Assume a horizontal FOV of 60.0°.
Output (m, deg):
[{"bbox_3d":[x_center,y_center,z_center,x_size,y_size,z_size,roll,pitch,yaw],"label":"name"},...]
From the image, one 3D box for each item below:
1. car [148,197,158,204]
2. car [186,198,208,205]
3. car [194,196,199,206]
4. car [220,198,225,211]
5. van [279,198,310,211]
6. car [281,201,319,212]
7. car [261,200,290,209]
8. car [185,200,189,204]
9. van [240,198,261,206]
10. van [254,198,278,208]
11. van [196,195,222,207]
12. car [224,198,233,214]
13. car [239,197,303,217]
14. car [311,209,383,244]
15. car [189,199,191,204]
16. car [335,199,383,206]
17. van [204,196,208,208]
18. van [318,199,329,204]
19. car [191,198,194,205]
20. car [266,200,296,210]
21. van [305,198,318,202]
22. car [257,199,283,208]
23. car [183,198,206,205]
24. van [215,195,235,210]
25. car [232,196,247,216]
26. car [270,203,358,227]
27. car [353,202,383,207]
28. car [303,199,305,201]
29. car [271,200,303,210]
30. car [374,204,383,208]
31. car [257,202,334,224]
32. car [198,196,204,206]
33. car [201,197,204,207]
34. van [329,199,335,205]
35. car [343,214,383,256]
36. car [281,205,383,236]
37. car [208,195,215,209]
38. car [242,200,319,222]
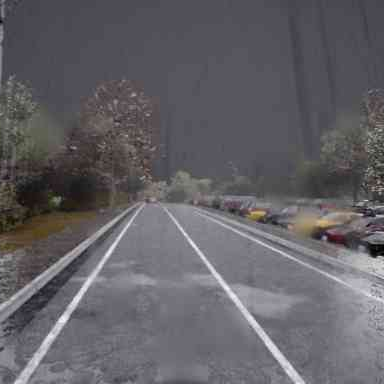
[{"bbox_3d":[-7.771,1.658,66.073,2.128,1.511,4.902,2,-1,-7],"label":"car"},{"bbox_3d":[1.075,2.188,79.141,4.892,1.521,2.231,2,-1,-7],"label":"car"},{"bbox_3d":[3.368,1.908,59.853,5.008,1.535,2.097,2,-1,-7],"label":"car"},{"bbox_3d":[5.979,1.763,37.819,4.674,1.452,2.002,2,0,-7],"label":"car"},{"bbox_3d":[17.143,2.061,55.721,4.442,1.987,1.878,2,-1,-7],"label":"van"},{"bbox_3d":[17.164,2.237,52.930,5.366,1.575,1.946,2,-1,-7],"label":"car"},{"bbox_3d":[16.019,2.392,64.079,5.008,1.535,2.097,2,-1,-7],"label":"car"},{"bbox_3d":[2.032,1.800,70.880,5.566,2.045,2.435,2,-1,-7],"label":"car"},{"bbox_3d":[14.187,2.412,80.594,4.442,1.987,1.878,2,-1,-7],"label":"van"},{"bbox_3d":[15.508,2.241,69.474,4.442,1.987,1.878,2,-1,-7],"label":"van"},{"bbox_3d":[3.158,1.722,62.627,4.442,1.987,1.878,2,-1,-7],"label":"van"},{"bbox_3d":[6.298,1.731,35.062,5.008,1.535,2.097,2,0,-7],"label":"car"},{"bbox_3d":[6.929,1.621,29.545,4.553,1.767,2.185,2,0,-7],"label":"car"},{"bbox_3d":[8.556,1.818,15.760,4.792,1.488,2.163,2,0,-7],"label":"car"},{"bbox_3d":[2.408,2.047,68.125,4.792,1.488,2.163,2,-1,-7],"label":"car"},{"bbox_3d":[19.266,1.928,36.589,5.566,2.045,2.435,2,0,-7],"label":"car"},{"bbox_3d":[4.564,1.533,48.817,4.442,1.987,1.878,2,-1,-7],"label":"van"},{"bbox_3d":[18.773,1.942,41.984,4.442,1.987,1.878,2,0,-7],"label":"van"},{"bbox_3d":[2.708,2.020,65.366,4.674,1.452,2.002,2,-1,-7],"label":"car"},{"bbox_3d":[16.361,2.354,61.204,5.008,1.535,2.097,2,-1,-7],"label":"car"},{"bbox_3d":[18.201,1.925,44.839,4.442,1.987,1.878,2,-1,-7],"label":"van"},{"bbox_3d":[15.685,2.300,66.705,4.553,1.767,2.185,2,-1,-7],"label":"car"},{"bbox_3d":[0.558,2.237,81.867,5.366,1.575,1.946,2,-1,-7],"label":"car"},{"bbox_3d":[5.543,1.484,40.563,4.442,1.987,1.878,2,0,-7],"label":"van"},{"bbox_3d":[6.603,1.613,32.302,4.553,1.767,2.185,2,0,-7],"label":"car"},{"bbox_3d":[7.940,1.774,21.278,4.892,1.521,2.231,2,0,-7],"label":"car"},{"bbox_3d":[19.620,2.189,33.716,5.008,1.535,2.097,2,0,-7],"label":"car"},{"bbox_3d":[18.005,2.174,47.453,5.008,1.535,2.097,2,-1,-7],"label":"car"},{"bbox_3d":[16.687,2.319,58.453,4.892,1.521,2.231,2,-1,-7],"label":"car"},{"bbox_3d":[19.948,2.237,30.965,4.674,1.452,2.002,2,0,-7],"label":"car"},{"bbox_3d":[7.602,1.766,24.034,4.892,1.521,2.231,2,0,-7],"label":"car"},{"bbox_3d":[3.987,1.864,54.337,4.792,1.488,2.163,2,-1,-7],"label":"car"},{"bbox_3d":[4.346,1.839,51.583,4.674,1.452,2.002,2,-1,-7],"label":"car"},{"bbox_3d":[19.084,1.950,39.357,4.442,1.987,1.878,2,0,-7],"label":"van"},{"bbox_3d":[8.882,1.827,13.003,4.792,1.488,2.163,2,0,-7],"label":"car"},{"bbox_3d":[8.076,1.772,18.499,5.366,1.575,1.946,2,0,-7],"label":"car"},{"bbox_3d":[5.362,1.456,43.337,5.566,2.045,2.435,2,0,-7],"label":"car"},{"bbox_3d":[7.098,1.747,26.769,5.366,1.575,1.946,2,0,-7],"label":"car"}]
